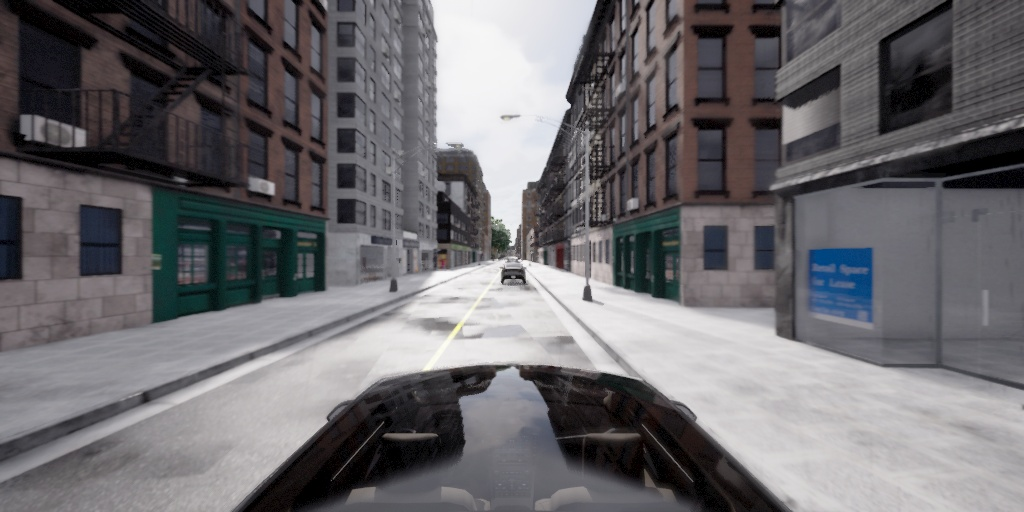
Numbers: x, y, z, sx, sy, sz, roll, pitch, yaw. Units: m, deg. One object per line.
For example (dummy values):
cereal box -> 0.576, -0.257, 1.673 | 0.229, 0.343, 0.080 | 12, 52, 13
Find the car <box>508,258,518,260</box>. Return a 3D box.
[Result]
car -> 0.110, 1.108, 48.154 | 2.097, 1.767, 4.553 | 0, 0, 0

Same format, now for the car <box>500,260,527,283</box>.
car -> 0.105, 1.256, 28.088 | 1.837, 1.490, 4.892 | 0, 0, 0
